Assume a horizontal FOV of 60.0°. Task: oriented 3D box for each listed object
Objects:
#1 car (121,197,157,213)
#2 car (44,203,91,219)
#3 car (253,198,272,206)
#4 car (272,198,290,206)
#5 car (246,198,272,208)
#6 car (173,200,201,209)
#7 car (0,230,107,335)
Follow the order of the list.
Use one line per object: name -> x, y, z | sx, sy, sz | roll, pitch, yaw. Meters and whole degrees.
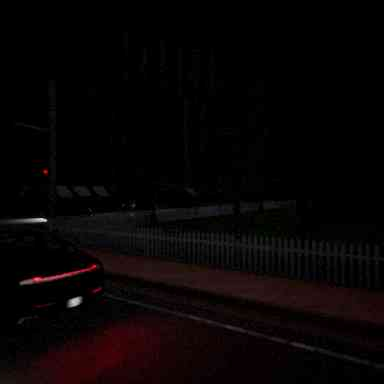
car -> -6.225, 1.528, 39.388 | 2.097, 1.767, 4.553 | 0, 0, 34
car -> -11.647, 1.738, 31.367 | 1.994, 1.385, 4.181 | 0, 0, 34
car -> 13.084, 1.759, 61.360 | 1.895, 1.301, 4.718 | 0, 0, 34
car -> 15.960, 1.684, 59.372 | 2.033, 1.411, 5.357 | 0, 0, 34
car -> 9.814, 1.682, 50.263 | 2.033, 1.411, 5.357 | 0, 0, 34
car -> -0.659, 1.779, 47.603 | 1.895, 1.301, 4.718 | 0, 0, 34
car -> -3.820, 1.536, 6.688 | 4.902, 1.511, 2.128 | 0, 0, 36
